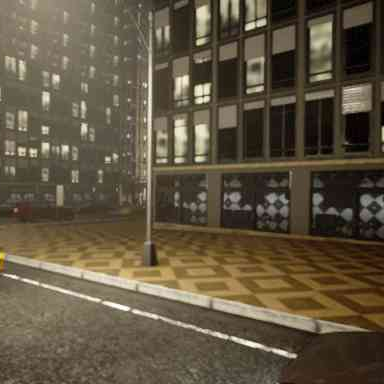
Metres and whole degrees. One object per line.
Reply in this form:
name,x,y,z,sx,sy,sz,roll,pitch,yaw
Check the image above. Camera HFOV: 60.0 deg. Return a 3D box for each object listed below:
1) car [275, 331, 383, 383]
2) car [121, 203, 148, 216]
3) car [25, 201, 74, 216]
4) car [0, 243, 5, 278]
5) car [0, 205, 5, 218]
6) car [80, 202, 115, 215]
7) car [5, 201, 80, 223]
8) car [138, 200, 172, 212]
car,3.023,1.540,1.531,5.357,1.411,2.033,0,0,35
car,-5.816,1.958,37.638,1.752,1.417,4.829,0,0,36
car,-16.112,1.812,37.798,1.752,1.417,4.829,0,0,36
car,-6.732,1.522,8.471,5.008,1.535,1.882,0,0,35
car,-17.972,1.859,30.904,1.895,1.301,4.718,1,0,36
car,-11.671,1.898,39.450,2.033,1.411,5.357,1,0,36
car,-12.611,1.649,28.425,2.192,1.841,5.009,0,0,36
car,-5.242,1.935,48.138,2.128,1.511,4.902,1,0,37
